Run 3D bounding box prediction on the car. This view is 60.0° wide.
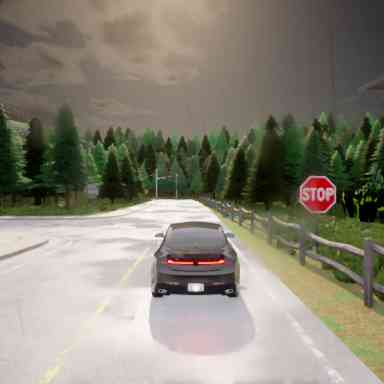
[{"bbox_3d":[0.076,1.505,8.532,1.837,1.490,4.892,0,0,0],"label":"car"}]
